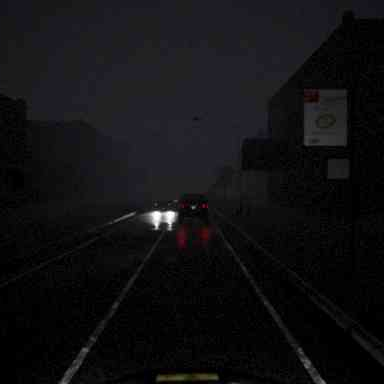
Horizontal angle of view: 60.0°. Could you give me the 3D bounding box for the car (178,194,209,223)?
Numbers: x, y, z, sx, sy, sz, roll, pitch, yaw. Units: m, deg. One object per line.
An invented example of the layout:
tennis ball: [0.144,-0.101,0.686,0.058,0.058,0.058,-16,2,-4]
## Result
car: [0.099,1.122,24.957,2.150,2.045,5.566,0,1,0]

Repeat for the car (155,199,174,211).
car: [-3.103,1.420,37.822,1.895,1.301,4.718,0,0,0]

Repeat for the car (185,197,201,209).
car: [0.089,1.383,42.800,1.895,1.301,4.718,0,0,0]
